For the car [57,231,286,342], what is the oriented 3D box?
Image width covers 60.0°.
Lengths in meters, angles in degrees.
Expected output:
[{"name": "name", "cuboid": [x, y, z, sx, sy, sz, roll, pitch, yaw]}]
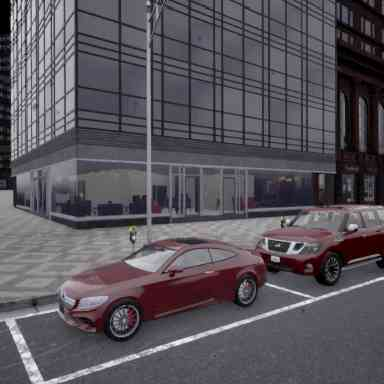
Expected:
[{"name": "car", "cuboid": [-0.338, 1.582, 6.419, 4.206, 1.307, 1.802, 0, 0, -36]}]

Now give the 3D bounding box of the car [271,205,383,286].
[{"name": "car", "cuboid": [4.074, 1.315, 9.578, 5.009, 1.841, 2.192, 0, 0, -36]}]
